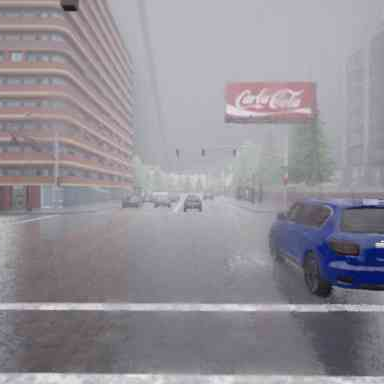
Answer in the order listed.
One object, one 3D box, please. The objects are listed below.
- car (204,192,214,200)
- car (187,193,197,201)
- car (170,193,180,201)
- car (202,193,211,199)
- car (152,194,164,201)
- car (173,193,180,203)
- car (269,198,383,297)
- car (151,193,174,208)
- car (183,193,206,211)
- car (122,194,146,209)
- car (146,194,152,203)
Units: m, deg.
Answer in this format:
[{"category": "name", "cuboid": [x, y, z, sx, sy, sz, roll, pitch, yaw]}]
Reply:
[{"category": "car", "cuboid": [3.487, 0.842, 70.924, 2.097, 1.767, 4.553, 0, 0, 0]}, {"category": "car", "cuboid": [-0.013, 1.011, 71.257, 2.128, 1.511, 4.902, 0, 0, 0]}, {"category": "car", "cuboid": [-3.512, 0.972, 69.958, 1.882, 1.535, 5.008, 0, 0, 0]}, {"category": "car", "cuboid": [3.486, 0.898, 79.749, 1.812, 1.442, 4.674, 0, 0, 0]}, {"category": "car", "cuboid": [-7.012, 1.098, 69.214, 1.895, 1.301, 4.718, 0, 0, 0]}, {"category": "car", "cuboid": [-3.571, 1.169, 55.143, 1.994, 1.385, 4.181, 0, 0, 0]}, {"category": "car", "cuboid": [3.594, 1.160, 8.578, 2.150, 2.045, 5.566, 0, 1, 0]}, {"category": "car", "cuboid": [-3.592, 1.227, 41.495, 1.812, 1.442, 4.674, 0, 0, 0]}, {"category": "car", "cuboid": [0.094, 1.231, 36.220, 2.128, 1.511, 4.902, 0, 0, 0]}, {"category": "car", "cuboid": [-7.095, 1.191, 39.838, 1.882, 1.535, 5.008, 0, 1, 0]}, {"category": "car", "cuboid": [-7.082, 1.107, 53.698, 2.128, 1.511, 4.902, 0, 0, 0]}]
